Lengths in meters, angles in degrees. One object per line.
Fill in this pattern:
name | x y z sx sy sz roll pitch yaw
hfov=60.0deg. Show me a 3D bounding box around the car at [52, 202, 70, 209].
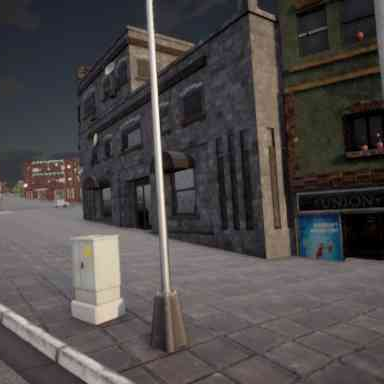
car | -25.689 2.623 65.592 1.812 1.442 4.674 -4 -1 5
